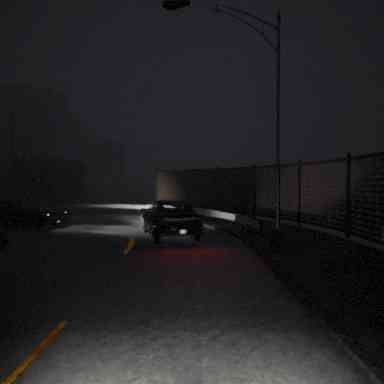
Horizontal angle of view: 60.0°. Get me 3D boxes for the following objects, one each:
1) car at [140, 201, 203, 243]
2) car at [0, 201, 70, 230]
[{"bbox_3d":[-0.984,1.102,13.935,2.128,1.511,4.902,0,2,-16],"label":"car"},{"bbox_3d":[-8.728,1.128,16.867,4.718,1.301,1.895,0,1,12],"label":"car"}]
